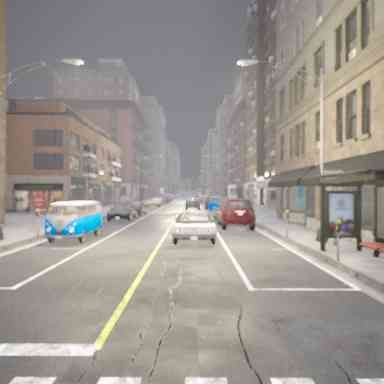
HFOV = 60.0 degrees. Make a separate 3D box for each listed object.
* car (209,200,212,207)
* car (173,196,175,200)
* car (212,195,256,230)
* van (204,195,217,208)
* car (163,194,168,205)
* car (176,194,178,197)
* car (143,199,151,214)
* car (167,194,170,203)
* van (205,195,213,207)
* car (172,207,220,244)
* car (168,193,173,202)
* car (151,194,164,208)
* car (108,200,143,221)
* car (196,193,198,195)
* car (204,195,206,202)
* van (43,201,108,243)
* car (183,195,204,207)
[{"bbox_3d":[2.691,1.543,26.364,2.008,1.369,4.403,0,0,0],"label":"car"},{"bbox_3d":[-5.424,1.484,75.015,1.802,1.307,4.206,0,0,0],"label":"car"},{"bbox_3d":[2.700,1.313,20.958,2.192,1.841,5.009,0,0,0],"label":"car"},{"bbox_3d":[2.662,1.310,47.989,1.690,1.788,3.998,0,0,0],"label":"van"},{"bbox_3d":[-5.419,1.476,53.390,2.008,1.369,4.403,0,0,0],"label":"car"},{"bbox_3d":[-5.427,1.441,85.828,2.008,1.369,4.403,0,0,0],"label":"car"},{"bbox_3d":[-5.415,1.494,31.765,1.887,1.381,4.507,0,0,0],"label":"car"},{"bbox_3d":[-5.421,1.486,58.796,1.947,1.339,4.313,0,0,0],"label":"car"},{"bbox_3d":[2.677,1.322,37.177,1.690,1.788,3.998,0,0,0],"label":"van"},{"bbox_3d":[0.097,1.592,15.841,1.895,1.301,4.718,0,0,0],"label":"car"},{"bbox_3d":[-5.421,1.229,64.202,2.192,1.841,5.009,0,0,0],"label":"car"},{"bbox_3d":[-5.418,1.457,47.815,1.752,1.417,4.829,0,0,0],"label":"car"},{"bbox_3d":[-5.413,1.521,26.359,1.947,1.339,4.313,0,0,0],"label":"car"},{"bbox_3d":[2.607,1.453,86.003,1.752,1.417,4.829,0,0,0],"label":"car"},{"bbox_3d":[2.669,1.290,42.583,2.192,1.841,5.009,0,0,0],"label":"car"},{"bbox_3d":[-5.410,1.307,15.546,1.690,1.788,3.998,0,0,0],"label":"van"},{"bbox_3d":[0.088,1.456,42.426,2.128,1.511,4.902,0,0,0],"label":"car"}]
